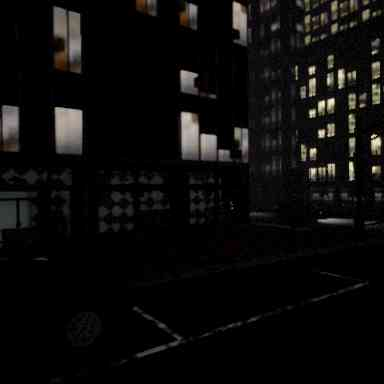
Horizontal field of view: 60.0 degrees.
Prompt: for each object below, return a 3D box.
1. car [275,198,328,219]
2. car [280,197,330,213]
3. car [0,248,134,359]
[{"bbox_3d":[9.056,1.433,27.922,1.994,1.385,4.181,-1,1,-35],"label":"car"},{"bbox_3d":[11.554,1.263,34.429,1.752,1.417,4.829,-1,1,-35],"label":"car"},{"bbox_3d":[-3.030,1.545,4.571,4.507,1.381,1.887,0,-1,-36],"label":"car"}]
